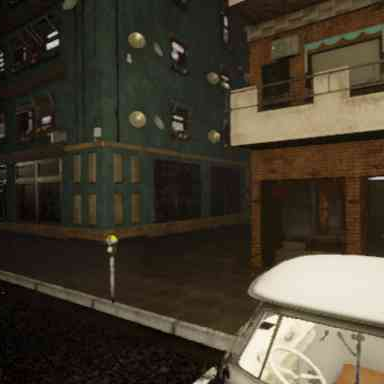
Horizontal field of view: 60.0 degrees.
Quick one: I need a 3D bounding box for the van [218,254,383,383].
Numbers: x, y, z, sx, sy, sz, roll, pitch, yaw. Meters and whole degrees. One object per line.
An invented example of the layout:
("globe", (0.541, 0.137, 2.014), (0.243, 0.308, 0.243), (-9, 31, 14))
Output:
("van", (1.951, 1.341, 1.500), (3.998, 1.788, 1.690), (0, -1, 36))
